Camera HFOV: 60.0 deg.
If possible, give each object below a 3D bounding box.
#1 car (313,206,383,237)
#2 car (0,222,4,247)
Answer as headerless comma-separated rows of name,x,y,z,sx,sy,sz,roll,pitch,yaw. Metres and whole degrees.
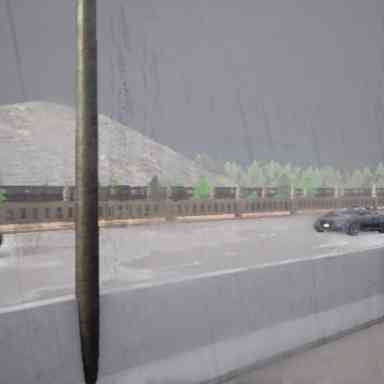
car,8.290,1.443,17.331,4.181,1.385,1.994,0,0,-31
car,-8.750,1.453,10.500,4.892,1.490,1.837,0,0,-36
